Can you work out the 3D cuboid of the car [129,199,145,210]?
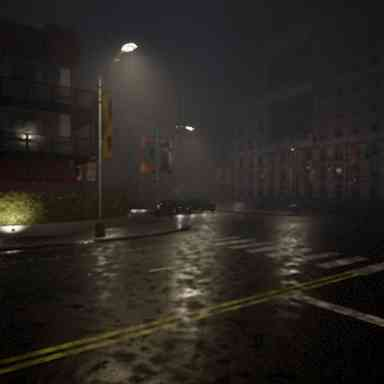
[{"bbox_3d":[-7.756,1.547,43.515,1.994,1.385,4.181,0,0,-34],"label":"car"}]

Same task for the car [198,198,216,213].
[{"bbox_3d":[0.699,1.458,37.430,1.882,1.535,5.008,0,0,-35],"label":"car"}]

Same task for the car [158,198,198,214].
[{"bbox_3d":[-1.830,1.489,34.935,1.837,1.490,4.892,0,0,-35],"label":"car"}]
